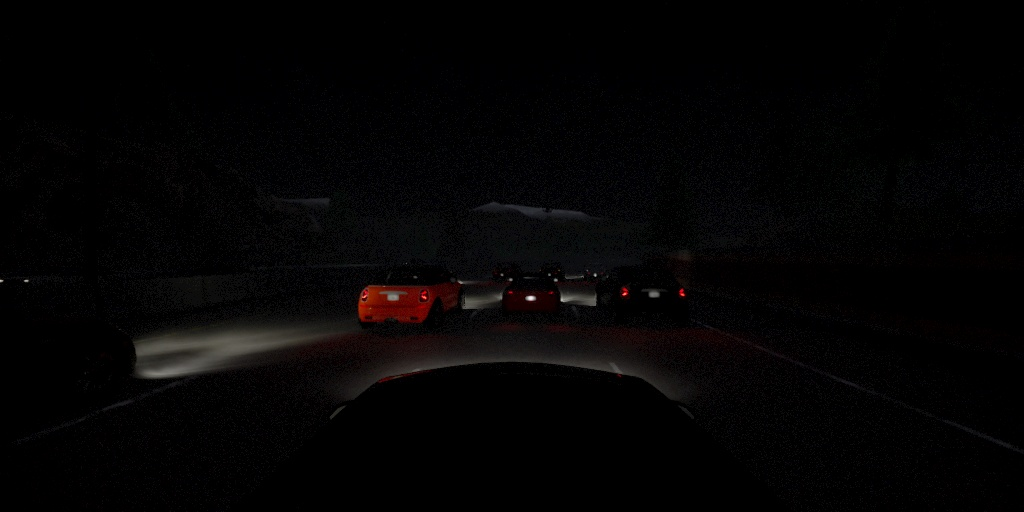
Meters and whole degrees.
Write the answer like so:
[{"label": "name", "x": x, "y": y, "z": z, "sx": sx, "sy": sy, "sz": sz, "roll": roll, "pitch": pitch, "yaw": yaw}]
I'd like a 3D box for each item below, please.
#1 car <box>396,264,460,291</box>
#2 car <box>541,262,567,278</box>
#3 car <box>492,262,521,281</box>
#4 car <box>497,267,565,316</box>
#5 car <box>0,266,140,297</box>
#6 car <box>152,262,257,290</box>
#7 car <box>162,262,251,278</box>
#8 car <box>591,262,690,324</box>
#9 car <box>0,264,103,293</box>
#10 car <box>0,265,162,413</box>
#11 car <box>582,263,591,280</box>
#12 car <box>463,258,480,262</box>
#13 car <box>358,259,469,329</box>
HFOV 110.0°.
[{"label": "car", "x": -5.138, "y": 1.256, "z": 22.859, "sx": 2.033, "sy": 1.411, "sz": 5.357, "roll": 0, "pitch": 0, "yaw": 9}, {"label": "car", "x": 3.381, "y": 1.252, "z": 30.039, "sx": 1.812, "sy": 1.442, "sz": 4.674, "roll": 0, "pitch": 0, "yaw": 12}, {"label": "car", "x": -0.302, "y": 1.241, "z": 29.554, "sx": 1.812, "sy": 1.442, "sz": 4.674, "roll": 0, "pitch": 0, "yaw": 12}, {"label": "car", "x": 0.774, "y": 1.302, "z": 13.325, "sx": 1.994, "sy": 1.385, "sz": 4.181, "roll": 0, "pitch": 0, "yaw": 5}, {"label": "car", "x": -23.454, "y": 1.258, "z": 19.178, "sx": 1.895, "sy": 1.301, "sz": 4.718, "roll": 0, "pitch": 0, "yaw": 7}, {"label": "car", "x": -19.398, "y": 1.157, "z": 23.007, "sx": 2.128, "sy": 1.511, "sz": 4.902, "roll": 0, "pitch": 0, "yaw": 9}, {"label": "car", "x": -16.466, "y": 1.171, "z": 18.455, "sx": 2.128, "sy": 1.511, "sz": 4.902, "roll": 0, "pitch": 0, "yaw": 7}, {"label": "car", "x": 4.178, "y": 1.102, "z": 12.213, "sx": 2.097, "sy": 1.767, "sz": 4.553, "roll": 0, "pitch": 0, "yaw": 5}, {"label": "car", "x": -26.792, "y": 1.210, "z": 20.428, "sx": 1.994, "sy": 1.385, "sz": 4.181, "roll": 0, "pitch": 0, "yaw": 7}, {"label": "car", "x": -6.775, "y": 1.079, "z": 3.524, "sx": 2.097, "sy": 1.767, "sz": 4.553, "roll": 0, "pitch": 0, "yaw": 1}, {"label": "car", "x": 7.055, "y": 1.262, "z": 30.401, "sx": 1.812, "sy": 1.442, "sz": 4.674, "roll": 0, "pitch": 0, "yaw": 13}, {"label": "car", "x": -6.344, "y": 1.188, "z": 58.014, "sx": 1.812, "sy": 1.442, "sz": 4.674, "roll": 0, "pitch": 0, "yaw": 22}, {"label": "car", "x": -2.909, "y": 1.082, "z": 11.333, "sx": 2.097, "sy": 1.767, "sz": 4.553, "roll": 0, "pitch": 0, "yaw": 4}]
